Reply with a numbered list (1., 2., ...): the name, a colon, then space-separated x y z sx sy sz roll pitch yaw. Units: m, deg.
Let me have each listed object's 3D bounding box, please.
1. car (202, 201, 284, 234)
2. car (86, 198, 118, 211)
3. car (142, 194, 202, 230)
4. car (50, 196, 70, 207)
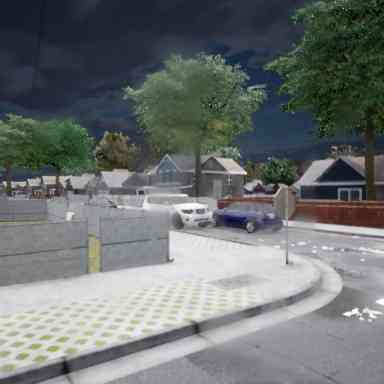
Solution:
1. car: 2.950 1.303 19.111 2.097 1.767 4.553 0 1 -35
2. car: -8.827 1.354 32.359 1.882 1.535 5.008 0 0 -35
3. car: -1.128 1.130 21.119 2.150 2.045 5.566 -2 0 -38
4. car: -18.237 1.337 45.921 2.128 1.511 4.902 0 0 -35
